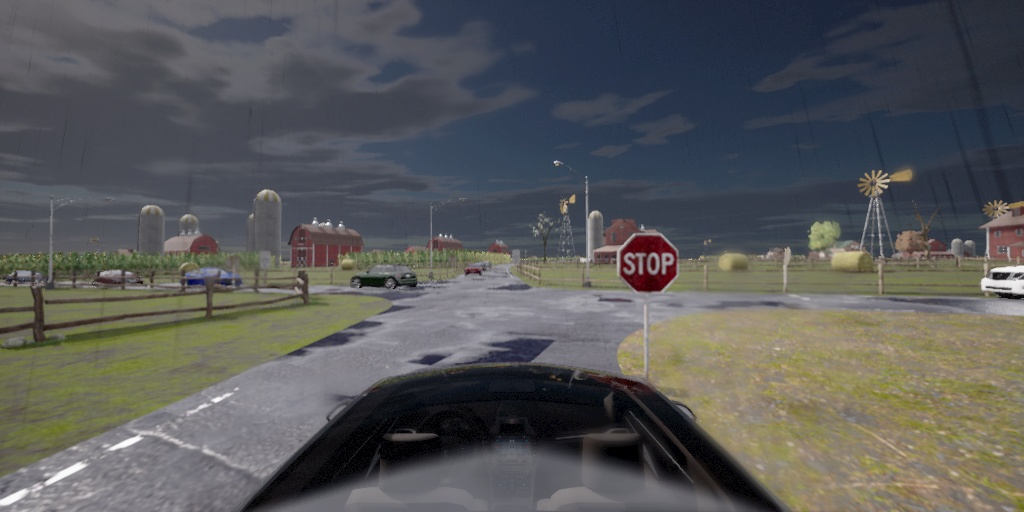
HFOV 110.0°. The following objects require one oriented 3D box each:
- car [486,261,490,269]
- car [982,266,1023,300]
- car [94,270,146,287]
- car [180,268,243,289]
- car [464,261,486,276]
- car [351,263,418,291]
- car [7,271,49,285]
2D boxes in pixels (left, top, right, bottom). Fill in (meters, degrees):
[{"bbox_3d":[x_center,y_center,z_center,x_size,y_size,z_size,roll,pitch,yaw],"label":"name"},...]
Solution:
[{"bbox_3d":[-4.938,1.648,55.444,2.033,1.411,5.357,0,0,-1],"label":"car"},{"bbox_3d":[21.527,0.715,13.036,5.566,2.045,2.150,-1,-1,21],"label":"car"},{"bbox_3d":[-34.581,1.953,31.515,4.674,1.442,1.812,-1,-1,21],"label":"car"},{"bbox_3d":[-22.440,1.678,26.828,5.008,1.535,1.882,-1,-1,21],"label":"car"},{"bbox_3d":[-4.352,1.597,41.054,1.895,1.301,4.718,0,0,-2],"label":"car"},{"bbox_3d":[-8.733,1.356,24.382,4.553,1.767,2.097,-1,-1,25],"label":"car"},{"bbox_3d":[-51.376,2.278,38.053,4.674,1.442,1.812,-1,-1,22],"label":"car"}]
